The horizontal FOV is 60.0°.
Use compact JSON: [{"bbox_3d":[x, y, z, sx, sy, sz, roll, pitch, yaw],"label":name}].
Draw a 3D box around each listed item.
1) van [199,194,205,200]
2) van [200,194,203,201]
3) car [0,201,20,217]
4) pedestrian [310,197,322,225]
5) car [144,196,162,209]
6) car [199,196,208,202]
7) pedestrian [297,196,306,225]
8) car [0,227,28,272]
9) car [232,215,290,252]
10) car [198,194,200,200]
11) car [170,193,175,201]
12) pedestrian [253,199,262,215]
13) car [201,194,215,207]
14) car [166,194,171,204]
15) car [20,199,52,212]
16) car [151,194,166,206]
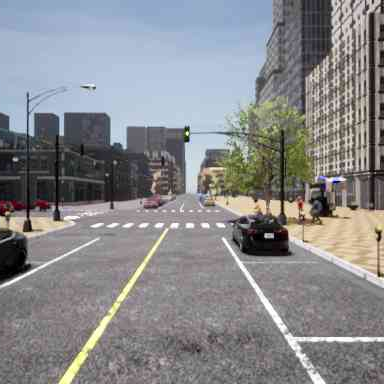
[{"bbox_3d":[2.725,1.326,90.576,1.690,1.788,3.998,0,0,0],"label":"van"},{"bbox_3d":[2.714,1.330,57.270,1.690,1.788,3.998,0,0,0],"label":"van"},{"bbox_3d":[-17.139,1.094,26.800,5.009,1.841,2.192,1,-1,-1],"label":"car"},{"bbox_3d":[7.887,1.159,21.260,0.375,1.860,0.375,0,0,0],"label":"pedestrian"},{"bbox_3d":[-5.672,1.573,46.168,1.802,1.307,4.206,0,0,0],"label":"car"},{"bbox_3d":[2.720,1.552,79.474,1.947,1.339,4.313,0,0,0],"label":"car"},{"bbox_3d":[6.735,1.139,20.660,0.375,1.860,0.375,0,0,0],"label":"pedestrian"},{"bbox_3d":[-5.684,1.564,8.153,1.947,1.339,4.313,0,0,0],"label":"car"},{"bbox_3d":[2.698,1.563,13.690,1.947,1.339,4.313,0,0,0],"label":"car"},{"bbox_3d":[2.716,1.539,68.372,2.008,1.369,4.403,0,0,0],"label":"car"},{"bbox_3d":[-5.661,1.512,79.305,1.752,1.417,4.829,0,0,0],"label":"car"},{"bbox_3d":[4.292,1.289,21.860,0.375,1.860,0.375,0,0,0],"label":"pedestrian"},{"bbox_3d":[2.711,1.515,51.889,1.752,1.417,4.829,0,0,0],"label":"car"},{"bbox_3d":[-5.666,1.539,62.822,2.008,1.369,4.403,0,0,0],"label":"car"},{"bbox_3d":[-17.257,1.363,35.175,4.507,1.381,1.887,1,-1,-1],"label":"car"},{"bbox_3d":[-5.669,1.305,51.719,2.192,1.841,5.009,0,0,0],"label":"car"}]
